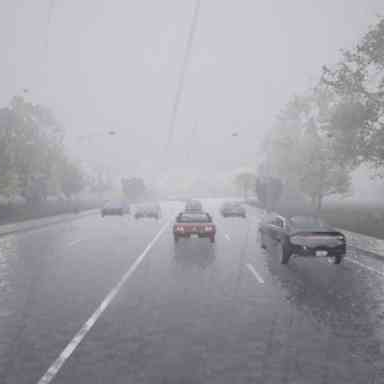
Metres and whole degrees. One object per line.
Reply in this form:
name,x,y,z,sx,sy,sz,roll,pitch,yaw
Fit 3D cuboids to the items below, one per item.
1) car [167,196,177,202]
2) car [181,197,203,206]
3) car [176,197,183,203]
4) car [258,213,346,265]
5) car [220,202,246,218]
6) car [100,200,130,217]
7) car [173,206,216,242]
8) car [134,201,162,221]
car,-4.072,1.512,73.122,1.812,1.442,4.674,0,0,10
car,0.170,1.548,35.624,2.033,1.411,5.357,0,0,1
car,-1.324,1.586,68.051,1.895,1.301,4.718,0,0,8
car,3.602,1.492,11.678,2.128,1.511,4.902,0,0,0
car,3.626,1.564,30.143,1.994,1.385,4.181,0,0,0
car,-7.056,1.477,30.969,1.882,1.535,5.008,0,0,1
car,0.101,1.601,16.411,1.895,1.301,4.718,0,0,0
car,-3.575,1.526,27.664,1.812,1.442,4.674,0,0,0
